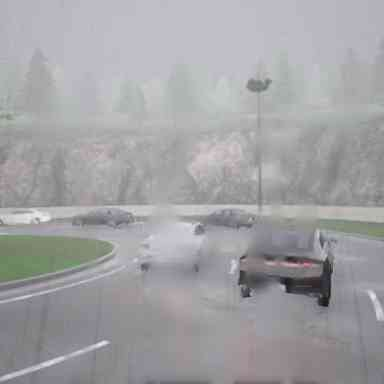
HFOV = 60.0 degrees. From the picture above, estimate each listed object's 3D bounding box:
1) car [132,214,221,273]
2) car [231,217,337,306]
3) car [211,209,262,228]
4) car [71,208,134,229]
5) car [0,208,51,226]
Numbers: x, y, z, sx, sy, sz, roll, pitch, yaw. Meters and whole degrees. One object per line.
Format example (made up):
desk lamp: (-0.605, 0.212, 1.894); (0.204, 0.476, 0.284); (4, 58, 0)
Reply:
car: (-0.337, 1.714, 11.402); (1.812, 1.442, 4.674); (0, -1, 13)
car: (2.523, 1.602, 8.436); (2.128, 1.511, 4.902); (-1, -1, 23)
car: (2.558, 1.898, 23.853); (2.033, 1.411, 5.357); (0, -1, -43)
car: (-6.860, 1.970, 25.421); (4.902, 1.511, 2.128); (-1, -1, 17)
car: (-14.634, 2.138, 28.550); (4.674, 1.442, 1.812); (0, -1, -13)
